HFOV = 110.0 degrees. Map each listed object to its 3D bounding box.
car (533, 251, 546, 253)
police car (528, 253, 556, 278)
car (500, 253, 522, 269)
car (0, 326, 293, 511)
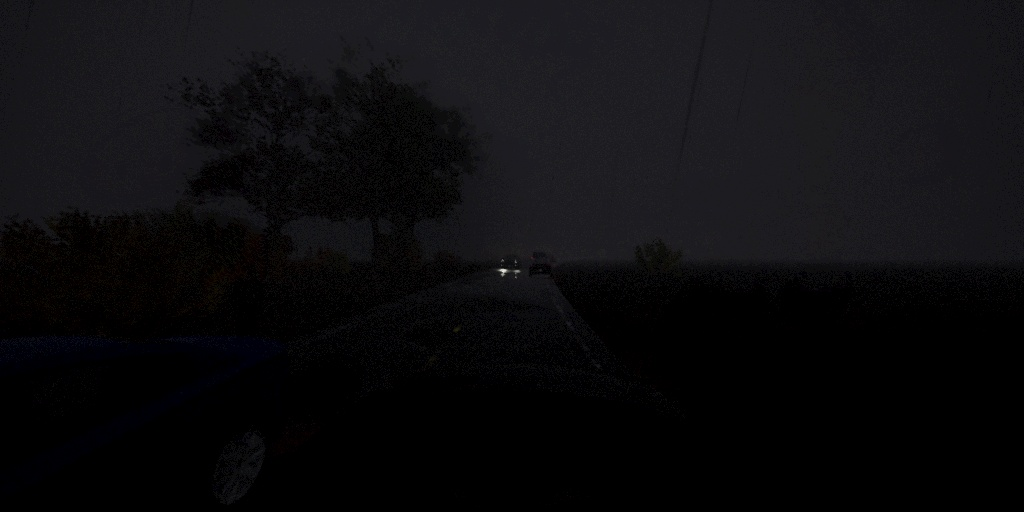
[{"bbox_3d":[3.877,0.388,49.154,2.150,2.045,5.566,0,1,10],"label":"car"},{"bbox_3d":[2.375,0.837,29.559,1.930,1.638,5.238,0,1,6],"label":"police car"},{"bbox_3d":[-0.042,0.570,43.401,2.097,1.767,4.553,1,1,9],"label":"car"},{"bbox_3d":[-3.058,1.214,1.381,1.882,1.535,5.008,0,1,0],"label":"car"}]
